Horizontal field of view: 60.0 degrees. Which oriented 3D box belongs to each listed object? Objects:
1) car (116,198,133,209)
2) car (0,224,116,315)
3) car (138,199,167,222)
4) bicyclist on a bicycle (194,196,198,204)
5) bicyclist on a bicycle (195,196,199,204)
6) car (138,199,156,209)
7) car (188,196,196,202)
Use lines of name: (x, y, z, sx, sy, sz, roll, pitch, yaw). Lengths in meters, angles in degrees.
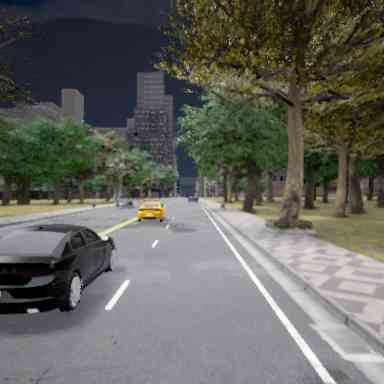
car: (-9.801, 1.614, 48.620, 2.128, 1.511, 4.902, 0, 0, 0)
car: (-3.147, 1.483, 7.745, 1.882, 1.535, 5.008, 0, 0, 0)
car: (-3.140, 1.521, 26.884, 1.882, 1.535, 5.008, 0, 0, 0)
bicyclist on a bicycle: (0.916, 1.685, 69.777, 0.866, 1.612, 1.509, 0, 0, 0)
bicyclist on a bicycle: (0.915, 1.556, 60.370, 0.659, 1.776, 1.843, 0, 0, 0)
car: (-6.553, 1.722, 48.820, 1.895, 1.301, 4.718, 0, 0, 0)
car: (0.029, 1.777, 82.651, 1.882, 1.535, 5.008, 0, 0, 0)
